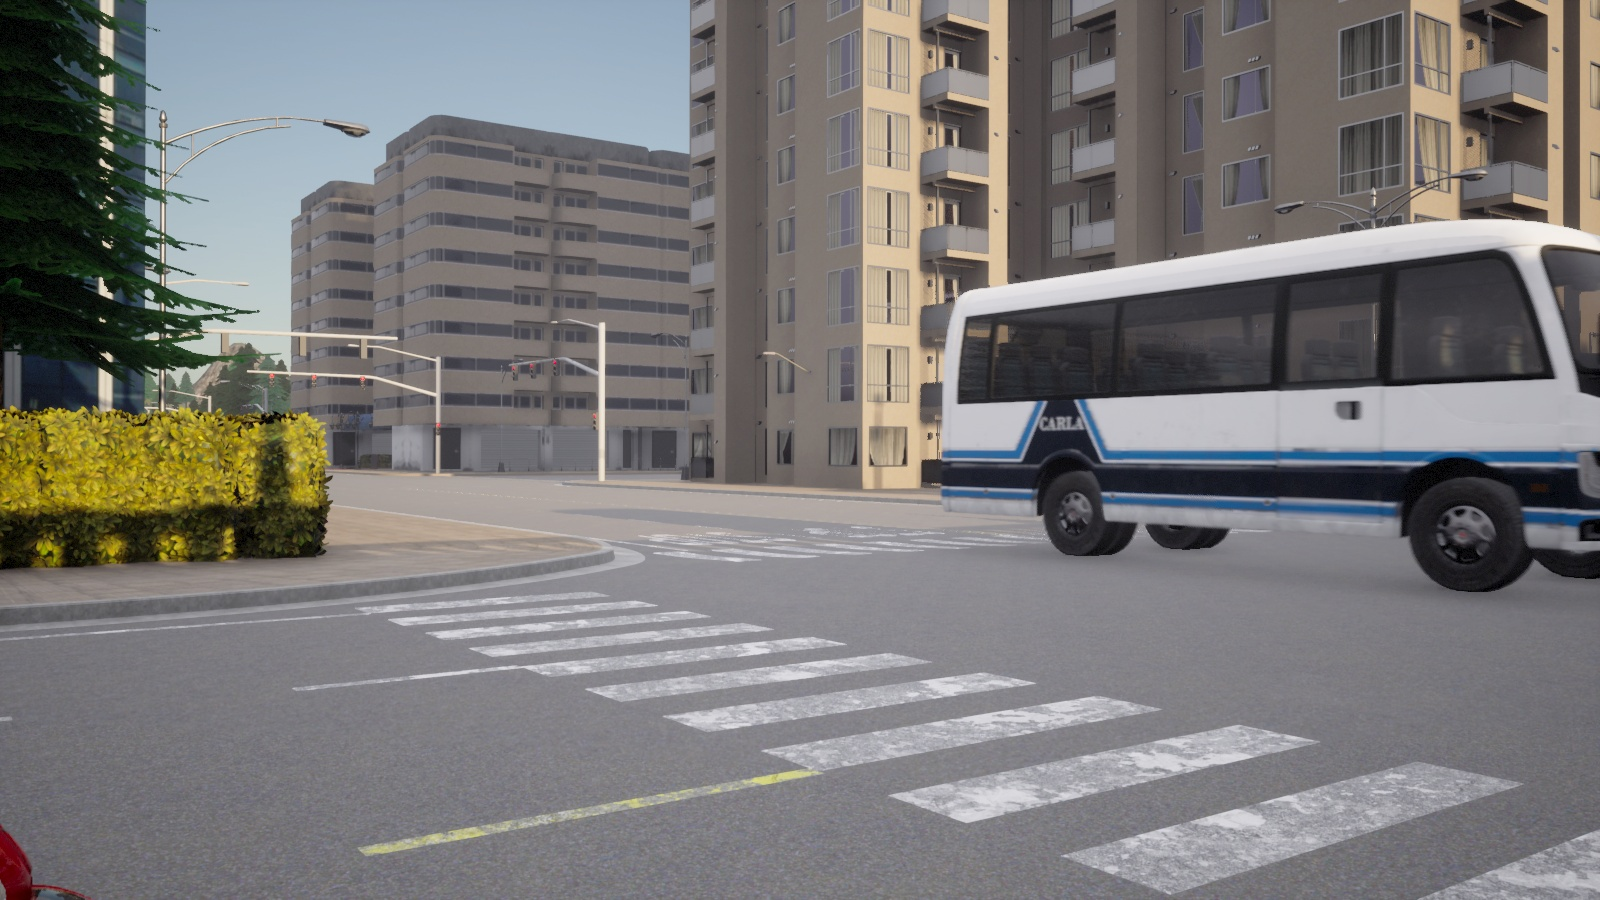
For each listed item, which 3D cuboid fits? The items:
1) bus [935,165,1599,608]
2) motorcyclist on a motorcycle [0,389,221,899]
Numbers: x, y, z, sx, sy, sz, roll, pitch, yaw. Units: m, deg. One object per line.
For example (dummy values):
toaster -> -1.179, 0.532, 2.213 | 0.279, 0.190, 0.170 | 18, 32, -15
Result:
bus -> 6.716, -0.601, 16.862 | 3.944, 4.253, 10.273 | 0, 0, -35
motorcyclist on a motorcycle -> -2.095, 0.706, 2.212 | 1.817, 1.590, 0.866 | -2, 1, -35
